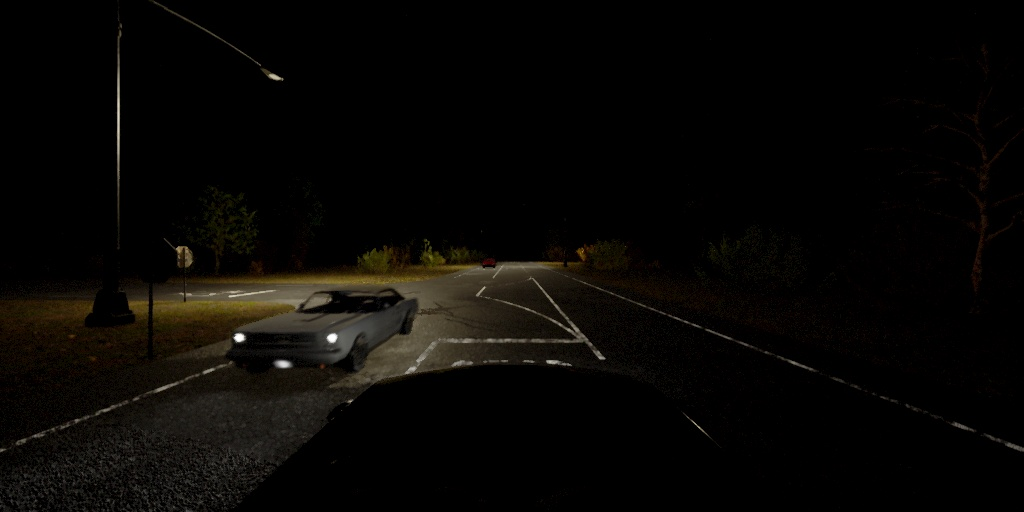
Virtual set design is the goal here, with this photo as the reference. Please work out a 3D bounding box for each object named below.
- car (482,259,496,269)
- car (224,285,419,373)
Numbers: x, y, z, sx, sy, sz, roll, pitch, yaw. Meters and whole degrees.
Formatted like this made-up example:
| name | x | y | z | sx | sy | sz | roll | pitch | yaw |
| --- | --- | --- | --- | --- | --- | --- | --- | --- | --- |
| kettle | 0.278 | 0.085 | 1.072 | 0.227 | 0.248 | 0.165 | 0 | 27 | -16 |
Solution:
| name | x | y | z | sx | sy | sz | roll | pitch | yaw |
| --- | --- | --- | --- | --- | --- | --- | --- | --- | --- |
| car | -3.467 | 1.168 | 54.560 | 1.882 | 1.535 | 5.008 | 0 | 0 | 0 |
| car | -3.512 | 1.350 | 7.709 | 1.895 | 1.301 | 4.718 | 0 | 0 | 0 |
